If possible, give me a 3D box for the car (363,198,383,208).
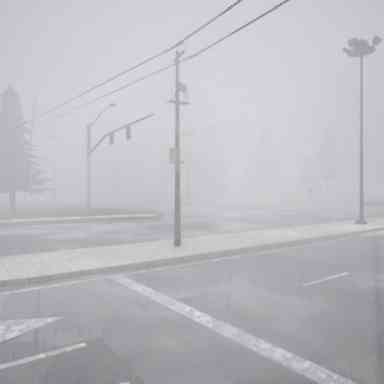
[{"bbox_3d":[25.334,1.539,46.252,4.718,1.301,1.895,0,0,-35],"label":"car"}]
